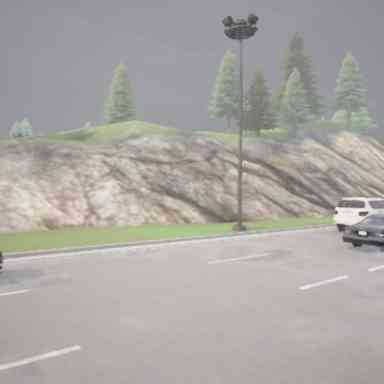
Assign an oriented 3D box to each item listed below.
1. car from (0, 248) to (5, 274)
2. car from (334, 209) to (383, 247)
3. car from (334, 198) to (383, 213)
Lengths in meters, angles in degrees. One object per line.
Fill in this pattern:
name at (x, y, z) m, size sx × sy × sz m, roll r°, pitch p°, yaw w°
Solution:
car at (-6.959, 1.504, 7.390) m, size 4.892 × 1.490 × 1.837 m, roll 0°, pitch 0°, yaw -35°
car at (8.616, 1.651, 14.313) m, size 5.357 × 1.411 × 2.033 m, roll 0°, pitch 0°, yaw -36°
car at (10.925, 1.362, 20.311) m, size 5.566 × 2.045 × 2.150 m, roll 0°, pitch 0°, yaw -36°
